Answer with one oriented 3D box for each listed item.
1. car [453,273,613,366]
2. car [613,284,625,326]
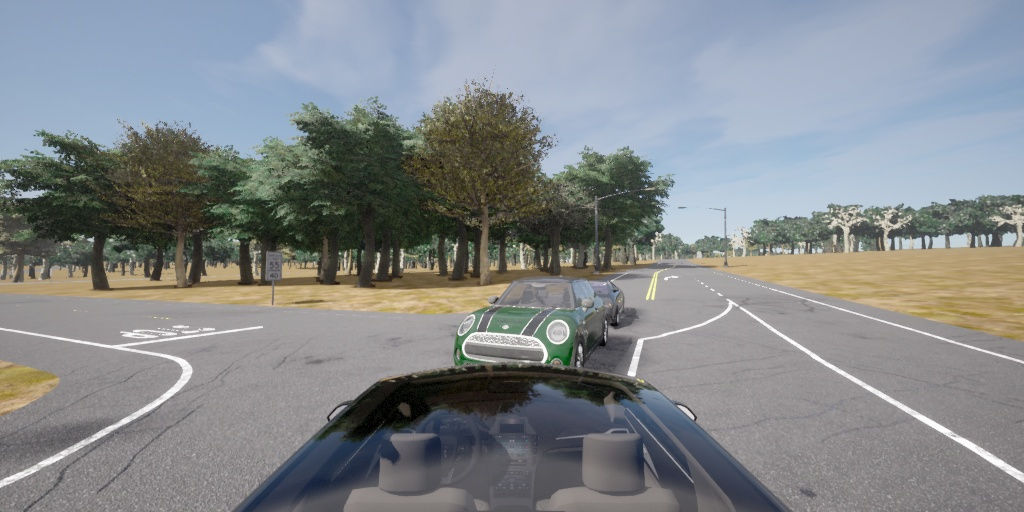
[{"bbox_3d":[0.678,1.222,7.468,2.097,1.767,4.553,-1,-2,22],"label":"car"},{"bbox_3d":[2.901,1.554,12.901,1.994,1.385,4.181,-2,0,22],"label":"car"}]
